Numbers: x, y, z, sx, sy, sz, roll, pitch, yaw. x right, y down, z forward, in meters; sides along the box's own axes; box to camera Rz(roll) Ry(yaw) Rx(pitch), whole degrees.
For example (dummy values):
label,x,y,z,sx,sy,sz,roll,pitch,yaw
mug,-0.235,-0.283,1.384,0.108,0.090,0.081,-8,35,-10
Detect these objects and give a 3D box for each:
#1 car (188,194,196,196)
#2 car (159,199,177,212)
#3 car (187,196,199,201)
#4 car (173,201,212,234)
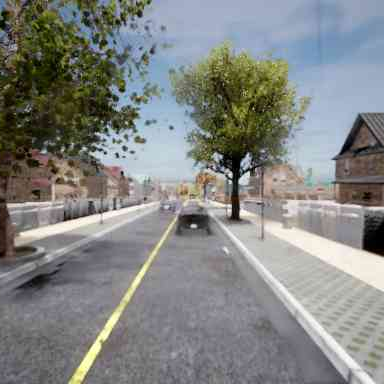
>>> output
label,x,y,z,sx,sy,sz,roll,pitch,yaw
car,-0.006,1.792,85.474,1.895,1.301,4.718,0,-1,0
car,-2.756,1.532,38.555,2.128,1.511,4.902,0,0,0
car,0.102,1.495,32.748,1.882,1.535,5.008,0,0,0
car,0.097,1.492,19.053,1.837,1.490,4.892,0,0,0
